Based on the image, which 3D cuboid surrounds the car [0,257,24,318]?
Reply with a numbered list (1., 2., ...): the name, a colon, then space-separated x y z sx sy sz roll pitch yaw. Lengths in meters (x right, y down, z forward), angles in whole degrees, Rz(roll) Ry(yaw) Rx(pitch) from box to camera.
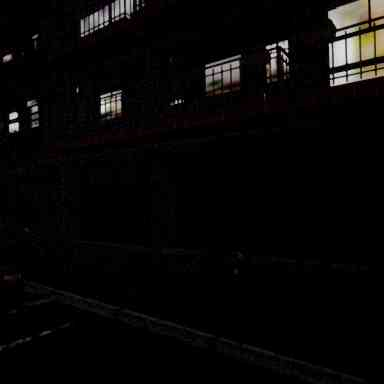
1. car: -4.957 1.551 6.263 4.507 1.381 1.887 0 -1 35
